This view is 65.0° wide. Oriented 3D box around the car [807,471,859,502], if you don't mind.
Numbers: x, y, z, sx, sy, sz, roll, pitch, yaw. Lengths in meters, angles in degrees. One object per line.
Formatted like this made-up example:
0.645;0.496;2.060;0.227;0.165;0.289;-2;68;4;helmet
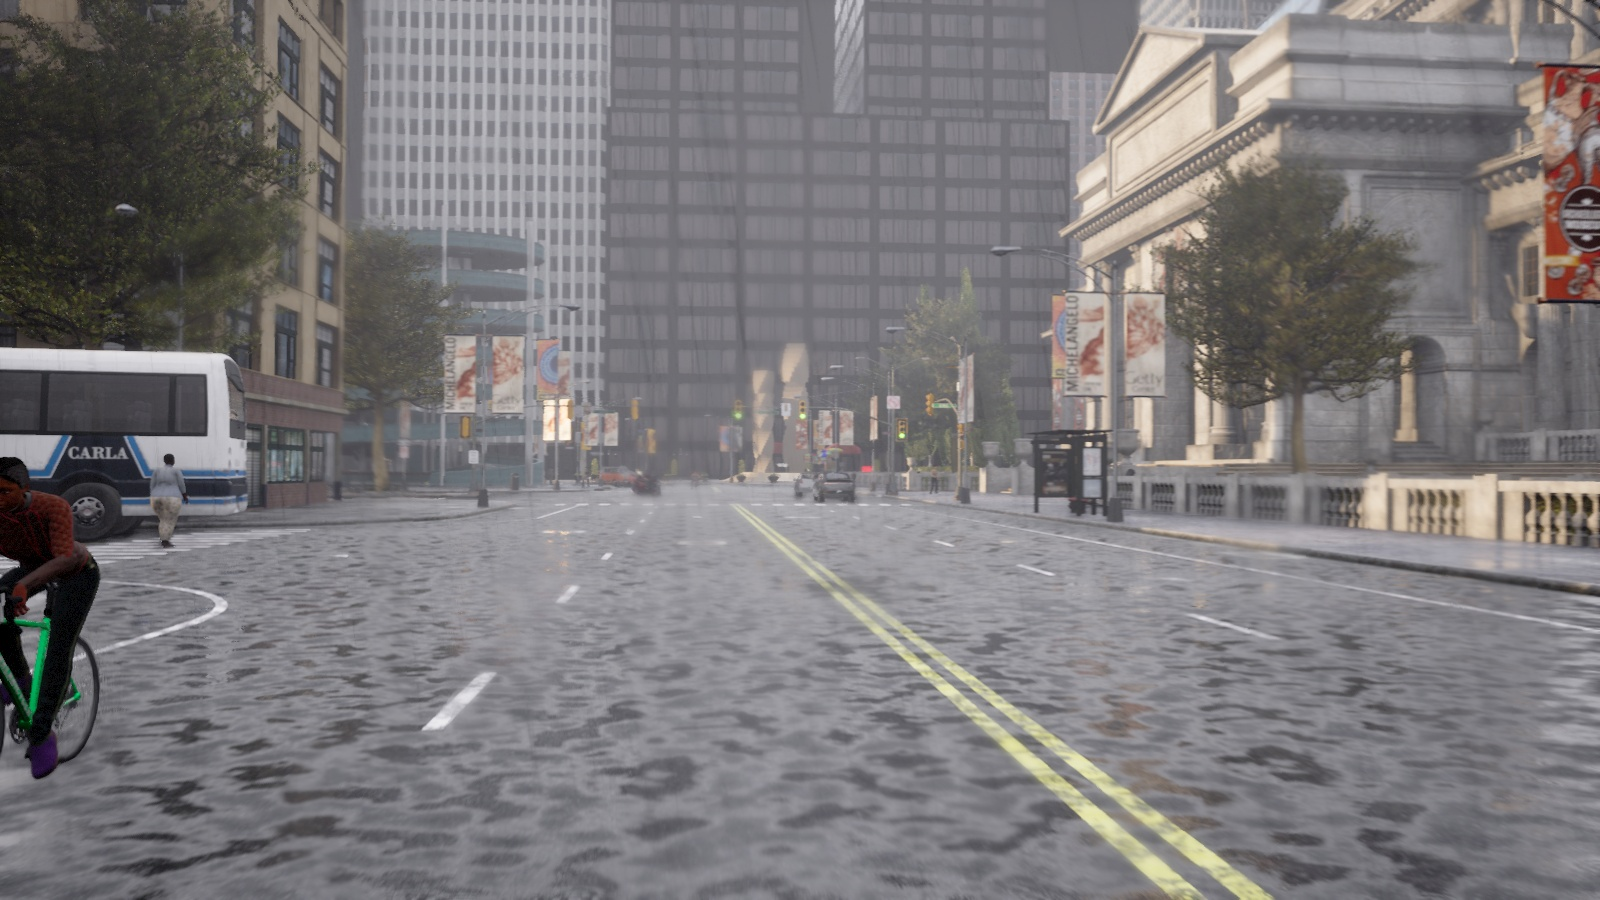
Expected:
1.645;1.847;64.722;2.128;1.511;4.902;0;-1;-5;car

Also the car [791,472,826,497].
0.486;2.135;78.152;1.845;1.501;3.633;0;-1;-5;car

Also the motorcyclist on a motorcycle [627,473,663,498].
-9.717;2.210;78.516;2.191;1.530;0.866;-1;-1;33;motorcyclist on a motorcycle

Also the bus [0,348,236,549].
-18.482;-0.003;28.094;10.273;4.253;3.944;0;-1;-17;bus

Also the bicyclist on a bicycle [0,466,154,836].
-3.860;0.890;6.230;0.582;1.620;1.656;0;-1;-5;bicyclist on a bicycle

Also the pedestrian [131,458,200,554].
-12.549;1.098;24.873;0.874;1.855;0.900;0;-1;4;pedestrian
